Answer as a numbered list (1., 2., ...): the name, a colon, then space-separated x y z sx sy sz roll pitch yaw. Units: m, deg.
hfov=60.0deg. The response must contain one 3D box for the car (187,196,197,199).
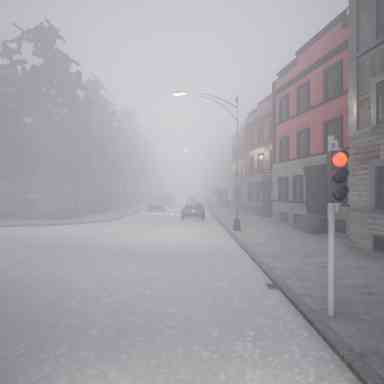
1. car: 0.109 1.504 57.718 1.837 1.490 4.892 0 0 0

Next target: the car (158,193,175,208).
1. car: -4.087 1.221 49.517 2.150 2.045 5.566 0 0 0

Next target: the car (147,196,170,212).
1. car: -4.094 1.547 39.329 2.033 1.411 5.357 0 0 0

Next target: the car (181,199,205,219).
1. car: 0.093 1.564 29.312 1.994 1.385 4.181 0 0 0
